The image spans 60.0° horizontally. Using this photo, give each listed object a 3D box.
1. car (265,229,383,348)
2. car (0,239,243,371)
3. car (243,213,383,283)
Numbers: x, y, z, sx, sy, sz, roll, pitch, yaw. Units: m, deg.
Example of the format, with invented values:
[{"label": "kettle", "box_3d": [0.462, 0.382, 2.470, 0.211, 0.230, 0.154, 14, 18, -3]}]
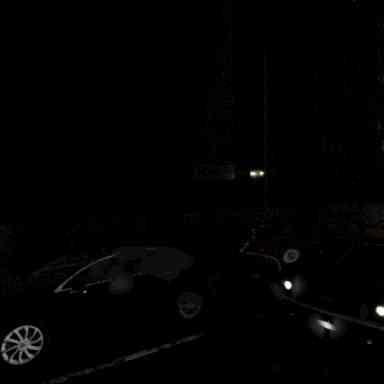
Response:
[{"label": "car", "box_3d": [3.709, 1.574, 6.022, 4.718, 1.301, 1.895, 0, 0, -35]}, {"label": "car", "box_3d": [-1.502, 1.543, 5.576, 4.403, 1.369, 2.008, 0, 0, -35]}, {"label": "car", "box_3d": [3.121, 1.408, 8.871, 4.097, 1.590, 1.967, 0, 0, -35]}]
